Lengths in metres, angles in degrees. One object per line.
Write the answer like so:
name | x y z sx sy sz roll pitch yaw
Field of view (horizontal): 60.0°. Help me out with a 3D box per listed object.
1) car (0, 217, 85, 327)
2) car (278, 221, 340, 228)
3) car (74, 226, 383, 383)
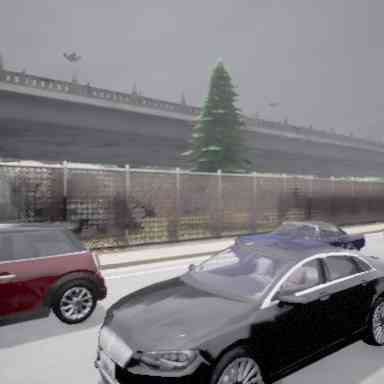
car | -3.849 1.352 5.538 4.553 1.767 2.097 0 0 -35
car | 3.567 1.643 10.829 4.718 1.301 1.895 0 0 -35
car | 1.142 1.509 4.793 4.902 1.511 2.128 0 0 -35
